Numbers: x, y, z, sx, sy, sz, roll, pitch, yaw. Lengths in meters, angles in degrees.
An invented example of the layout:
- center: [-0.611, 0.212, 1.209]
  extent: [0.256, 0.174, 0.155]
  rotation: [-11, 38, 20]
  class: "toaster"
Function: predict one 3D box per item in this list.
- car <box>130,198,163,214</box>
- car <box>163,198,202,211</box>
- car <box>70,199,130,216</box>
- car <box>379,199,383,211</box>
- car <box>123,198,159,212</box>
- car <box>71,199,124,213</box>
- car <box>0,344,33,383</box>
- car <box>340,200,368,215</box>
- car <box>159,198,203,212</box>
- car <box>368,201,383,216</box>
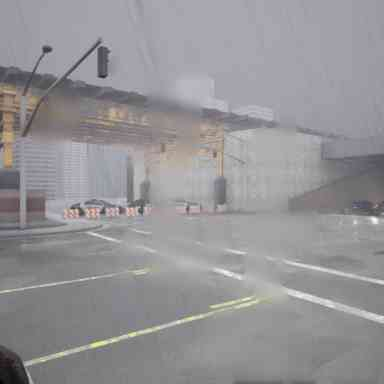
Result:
- center: [-5.256, 1.454, 34.769]
  extent: [2.038, 1.542, 4.974]
  rotation: [0, 0, 18]
  class: "car"
- center: [-1.404, 1.297, 38.529]
  extent: [4.536, 1.218, 1.853]
  rotation: [0, 0, -7]
  class: "car"
- center: [-8.996, 1.454, 32.077]
  extent: [4.974, 1.542, 2.038]
  rotation: [0, 0, 8]
  class: "car"
- center: [24.837, 1.552, 40.148]
  extent: [5.357, 1.411, 2.033]
  rotation: [0, 0, -37]
  class: "car"
- center: [-5.240, 1.297, 34.818]
  extent: [1.853, 1.218, 4.536]
  rotation: [0, 0, 18]
  class: "car"
- center: [-9.047, 1.296, 32.084]
  extent: [4.536, 1.218, 1.853]
  rotation: [0, 0, 8]
  class: "car"
- center: [-3.330, 1.492, 1.396]
  extent: [4.902, 1.511, 2.128]
  rotation: [0, 0, -35]
  class: "car"
- center: [17.187, 1.529, 34.376]
  extent: [4.674, 1.442, 1.812]
  rotation: [0, 0, -37]
  class: "car"
- center: [-1.352, 1.455, 38.536]
  extent: [4.974, 1.542, 2.038]
  rotation: [0, 0, -7]
  class: "car"
- center: [18.966, 1.355, 31.331]
  extent: [4.553, 1.767, 2.097]
  rotation: [0, 0, -37]
  class: "car"
